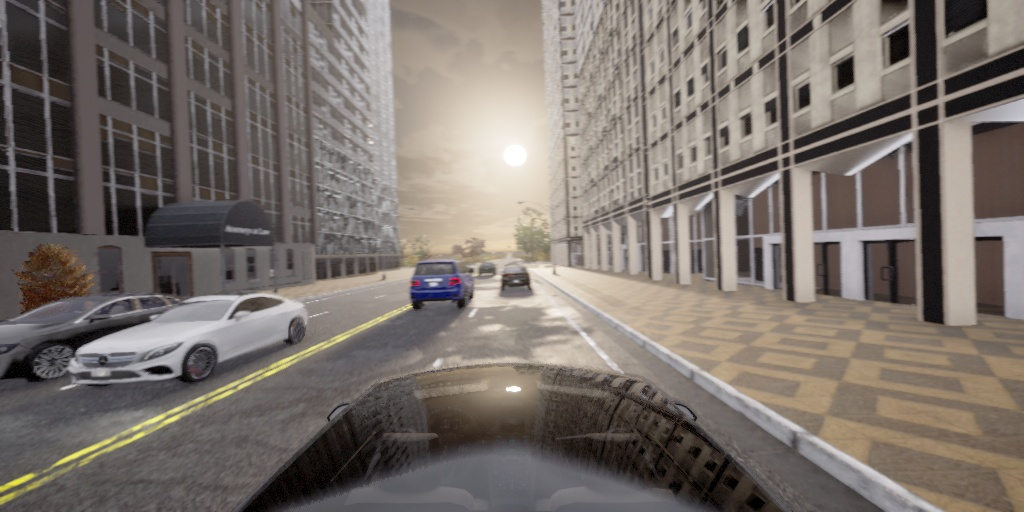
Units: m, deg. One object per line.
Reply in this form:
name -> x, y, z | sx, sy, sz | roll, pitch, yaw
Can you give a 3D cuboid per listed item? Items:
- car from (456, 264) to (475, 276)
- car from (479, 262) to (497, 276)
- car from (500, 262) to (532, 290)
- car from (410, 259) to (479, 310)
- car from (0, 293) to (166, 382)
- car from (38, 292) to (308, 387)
car -> -6.395, 1.867, 49.408 | 1.994, 1.385, 4.181 | -2, 0, 0
car -> -2.994, 1.491, 44.770 | 2.097, 1.767, 4.553 | -2, 0, 0
car -> 0.252, 1.360, 23.875 | 1.882, 1.535, 5.008 | -2, 0, 0
car -> -3.000, 1.188, 16.390 | 2.150, 2.045, 5.566 | -2, 0, 0
car -> -9.683, 1.675, 8.347 | 2.128, 1.511, 4.902 | -2, 0, 0
car -> -6.435, 1.576, 7.938 | 1.812, 1.442, 4.674 | -2, 0, 0
